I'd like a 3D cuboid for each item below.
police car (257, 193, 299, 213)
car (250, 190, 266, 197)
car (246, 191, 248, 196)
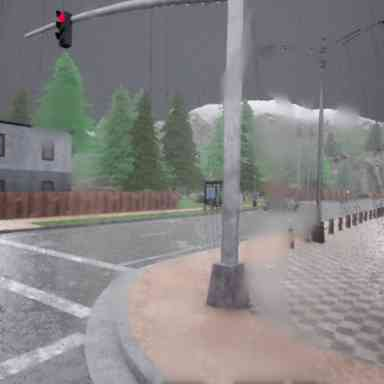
[{"bbox_3d":[8.431,1.165,31.654,2.038,1.542,4.974,2,1,37],"label":"police car"},{"bbox_3d":[15.335,0.244,76.282,1.932,1.855,4.605,2,1,36],"label":"car"},{"bbox_3d":[13.071,0.174,77.441,1.905,1.878,3.866,2,1,36],"label":"car"}]
